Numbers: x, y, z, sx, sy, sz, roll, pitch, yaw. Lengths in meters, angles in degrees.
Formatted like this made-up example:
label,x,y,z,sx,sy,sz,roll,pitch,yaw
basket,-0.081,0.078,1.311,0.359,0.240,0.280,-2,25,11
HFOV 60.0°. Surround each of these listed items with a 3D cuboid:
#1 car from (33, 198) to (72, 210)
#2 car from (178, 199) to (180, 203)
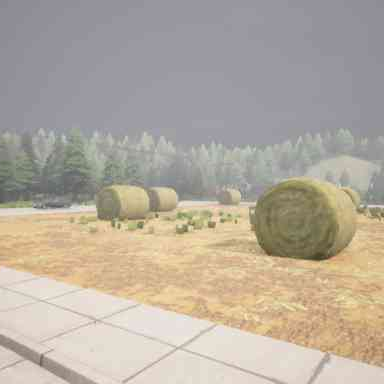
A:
label,x,y,z,sx,sy,sz,roll,pitch,yaw
car,-17.680,1.497,42.305,2.128,1.511,4.902,0,0,37
car,-4.397,1.587,60.107,1.895,1.301,4.718,0,0,37
